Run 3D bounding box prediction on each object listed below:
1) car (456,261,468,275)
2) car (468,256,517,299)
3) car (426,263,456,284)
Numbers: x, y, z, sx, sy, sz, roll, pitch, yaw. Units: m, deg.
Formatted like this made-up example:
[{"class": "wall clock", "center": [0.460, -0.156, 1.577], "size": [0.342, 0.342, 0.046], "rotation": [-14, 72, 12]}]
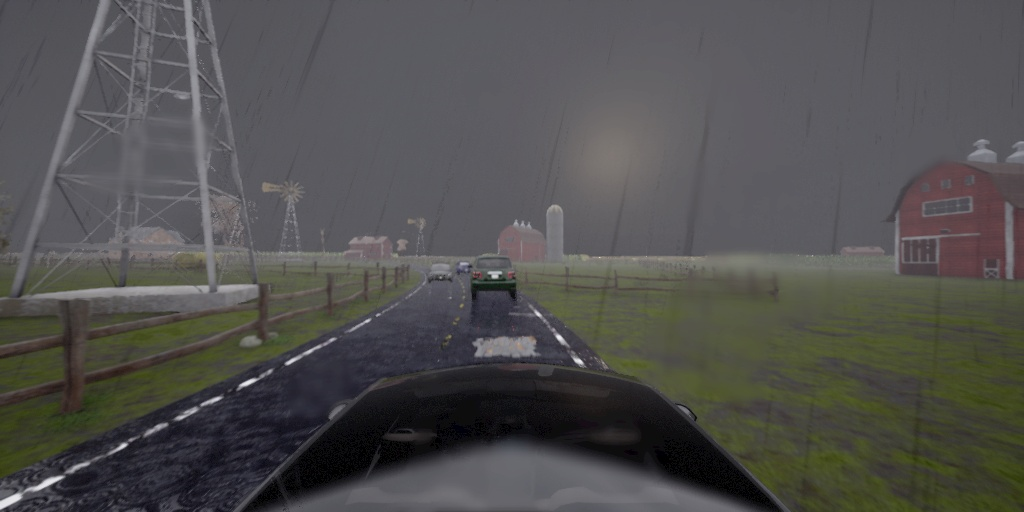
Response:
[{"class": "car", "center": [-5.462, 1.307, 40.263], "size": [1.812, 1.442, 4.674], "rotation": [0, 0, -16]}, {"class": "car", "center": [-1.084, 1.000, 18.650], "size": [2.150, 2.045, 5.566], "rotation": [0, 0, -7]}, {"class": "car", "center": [-5.565, 1.291, 27.988], "size": [1.837, 1.490, 4.892], "rotation": [0, 0, -11]}]
